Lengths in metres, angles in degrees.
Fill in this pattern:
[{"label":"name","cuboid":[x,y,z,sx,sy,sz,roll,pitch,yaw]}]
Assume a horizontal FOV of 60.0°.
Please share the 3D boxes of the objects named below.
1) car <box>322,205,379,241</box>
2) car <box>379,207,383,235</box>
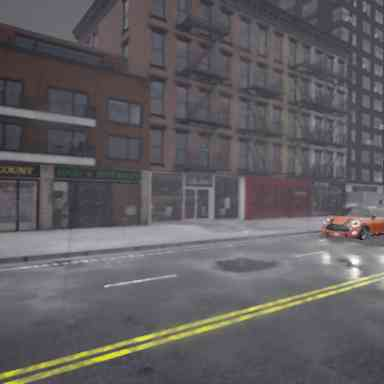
[{"label":"car","cuboid":[9.170,1.587,18.204,4.553,1.767,2.097,1,-1,-35]},{"label":"car","cuboid":[11.065,1.587,15.565,4.553,1.767,2.097,1,-1,-35]}]
